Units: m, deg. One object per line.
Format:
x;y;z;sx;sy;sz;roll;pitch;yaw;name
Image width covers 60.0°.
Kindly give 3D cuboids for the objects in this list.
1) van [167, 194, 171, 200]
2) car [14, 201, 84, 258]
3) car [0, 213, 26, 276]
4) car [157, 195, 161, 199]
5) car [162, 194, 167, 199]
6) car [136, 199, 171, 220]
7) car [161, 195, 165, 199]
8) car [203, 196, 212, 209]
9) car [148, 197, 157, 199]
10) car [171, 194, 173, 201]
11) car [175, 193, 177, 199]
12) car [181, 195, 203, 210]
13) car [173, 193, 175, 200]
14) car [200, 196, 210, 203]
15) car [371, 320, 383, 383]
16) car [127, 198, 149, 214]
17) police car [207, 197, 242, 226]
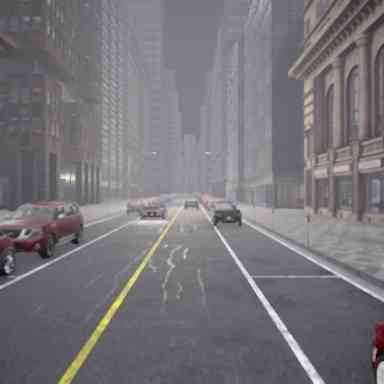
-5.848;1.393;68.993;1.690;1.788;3.998;0;0;0;van
-5.775;1.323;12.974;2.192;1.841;5.009;0;0;0;car
-5.768;1.445;7.373;1.967;1.590;4.097;0;0;0;car
-5.819;1.474;46.585;1.967;1.590;4.097;0;0;0;car
-5.834;1.587;57.789;1.887;1.381;4.507;0;0;0;car
-3.134;1.583;27.965;1.994;1.385;4.181;0;0;0;car
-5.827;1.583;52.186;1.887;1.381;4.507;0;0;0;car
2.713;1.555;41.172;1.752;1.417;4.829;0;0;0;car
-5.812;1.554;40.813;1.752;1.417;4.829;0;0;0;car
-5.856;1.639;74.594;1.802;1.307;4.206;0;0;0;car
-5.877;1.511;91.399;1.967;1.590;4.097;0;0;0;car
-0.031;1.524;43.970;2.128;1.511;4.902;0;0;0;car
-5.863;1.502;80.196;1.967;1.590;4.097;0;0;0;car
2.677;1.598;69.013;1.887;1.381;4.507;0;0;0;car
2.764;1.546;1.787;1.887;1.381;4.507;0;0;0;car
-5.805;1.607;35.381;1.802;1.307;4.206;0;0;0;car
2.336;1.441;23.587;1.930;1.638;5.238;0;0;0;police car
